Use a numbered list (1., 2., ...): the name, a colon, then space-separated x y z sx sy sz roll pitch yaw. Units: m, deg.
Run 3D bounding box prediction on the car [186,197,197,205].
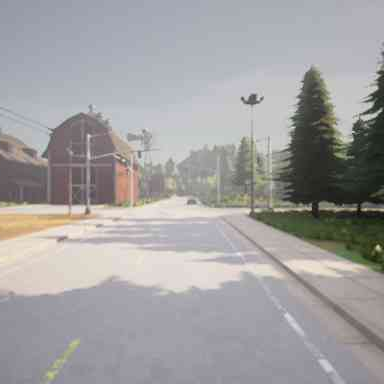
1. car: -0.048 1.769 64.806 1.812 1.442 4.674 0 0 0
